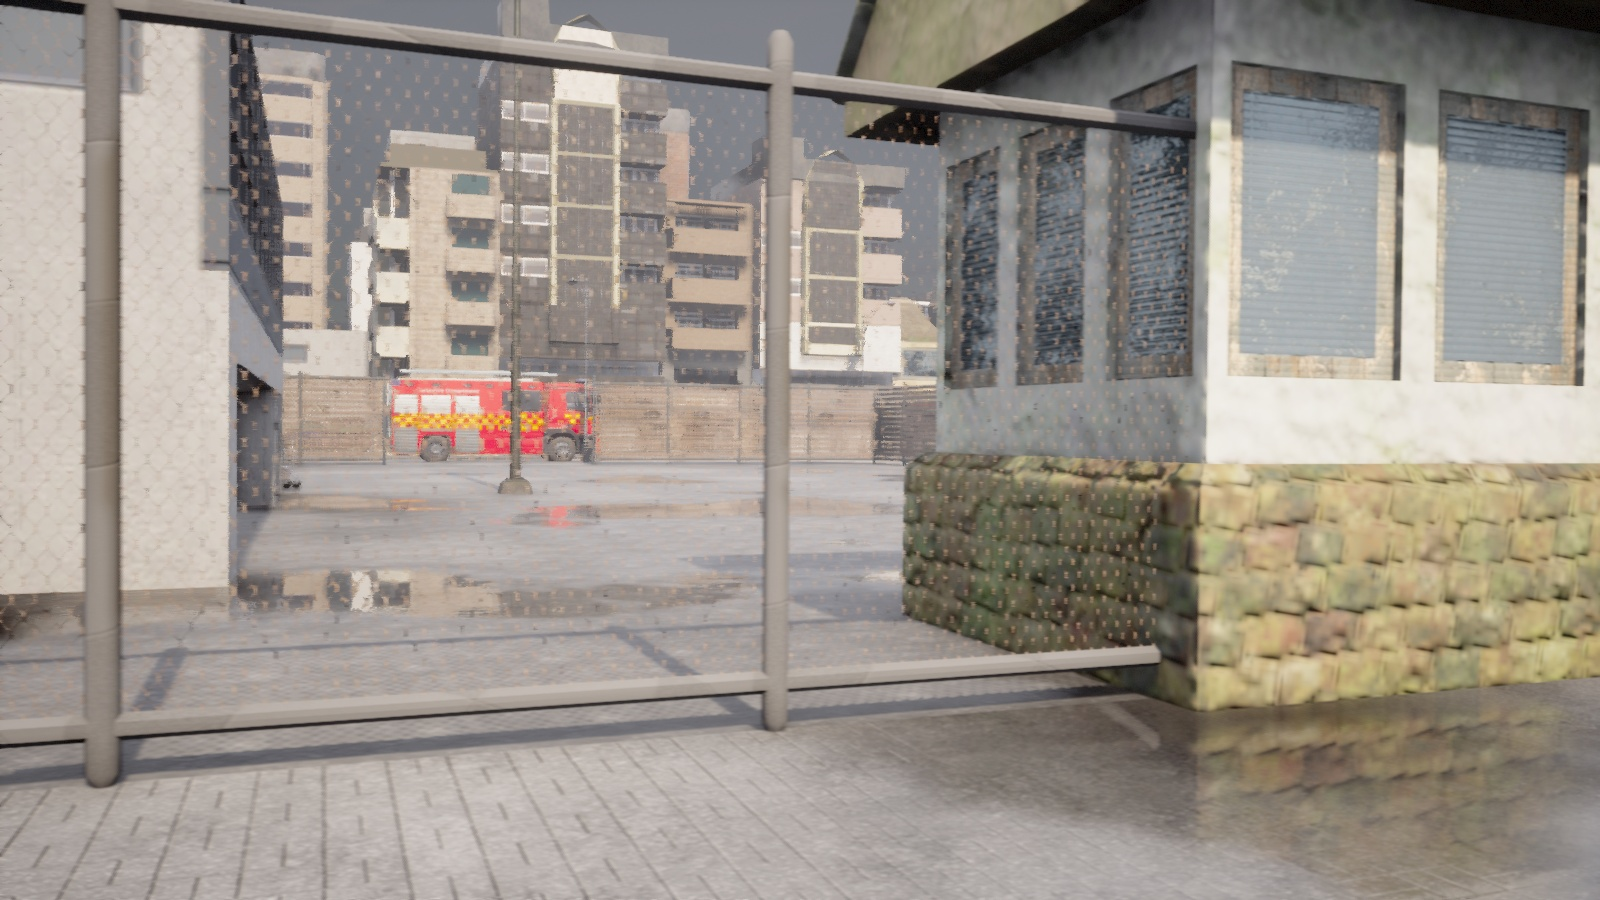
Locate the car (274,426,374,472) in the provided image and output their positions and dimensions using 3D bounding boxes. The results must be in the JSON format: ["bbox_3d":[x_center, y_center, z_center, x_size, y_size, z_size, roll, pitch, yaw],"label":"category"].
[{"bbox_3d":[-20.202,-0.058,53.381,3.866,1.878,1.905,-1,1,-21],"label":"car"}]

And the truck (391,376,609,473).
[{"bbox_3d":[-12.426,-1.094,52.063,8.468,3.827,2.891,-1,1,-20],"label":"truck"}]

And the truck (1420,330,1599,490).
[{"bbox_3d":[18.329,-0.899,28.507,2.891,3.462,7.936,-1,1,-18],"label":"truck"}]
